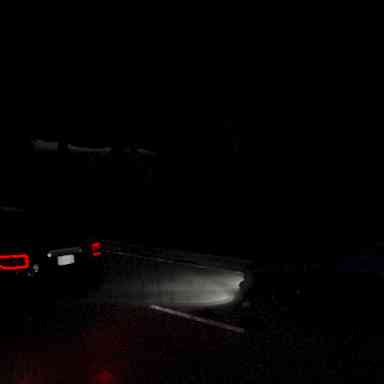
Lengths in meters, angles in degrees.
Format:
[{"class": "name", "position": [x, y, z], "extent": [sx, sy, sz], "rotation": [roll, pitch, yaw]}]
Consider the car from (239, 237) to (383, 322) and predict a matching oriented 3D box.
[{"class": "car", "position": [3.593, 1.552, 5.915], "extent": [5.357, 1.411, 2.033], "rotation": [-1, 0, 34]}]

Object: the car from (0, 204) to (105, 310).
[{"class": "car", "position": [-4.291, 1.296, 7.446], "extent": [5.566, 2.045, 2.150], "rotation": [-1, 0, 38]}]

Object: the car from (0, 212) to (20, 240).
[{"class": "car", "position": [-11.369, 1.790, 18.298], "extent": [4.718, 1.301, 1.895], "rotation": [-1, 0, 43]}]
